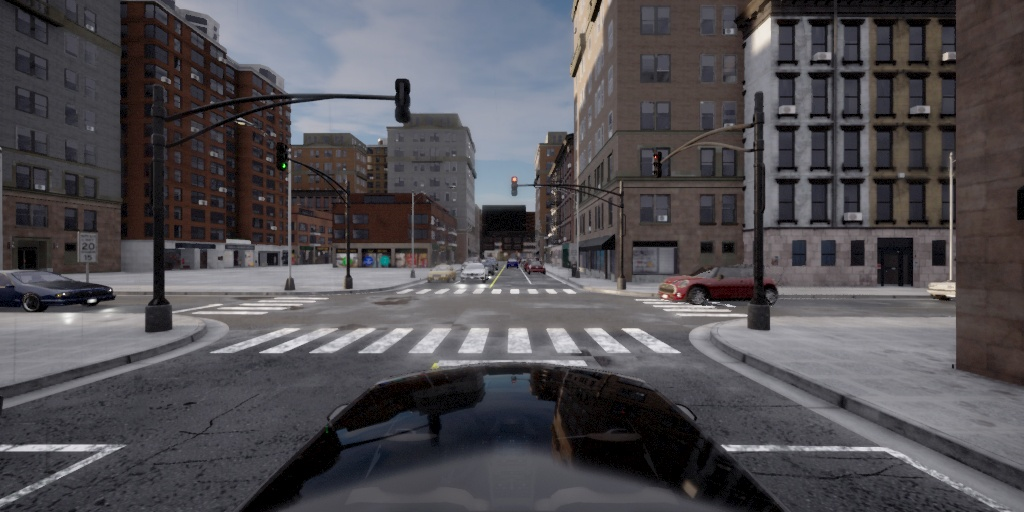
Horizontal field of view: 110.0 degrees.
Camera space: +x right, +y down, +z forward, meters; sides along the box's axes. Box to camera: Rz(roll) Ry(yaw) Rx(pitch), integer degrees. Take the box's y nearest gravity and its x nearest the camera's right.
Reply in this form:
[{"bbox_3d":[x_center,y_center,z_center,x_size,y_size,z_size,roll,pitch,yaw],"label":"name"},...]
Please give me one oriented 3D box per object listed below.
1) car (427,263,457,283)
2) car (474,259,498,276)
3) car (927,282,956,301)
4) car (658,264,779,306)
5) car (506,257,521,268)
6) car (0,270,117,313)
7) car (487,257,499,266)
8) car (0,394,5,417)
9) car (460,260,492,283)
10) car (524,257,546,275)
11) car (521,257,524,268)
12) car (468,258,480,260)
[{"bbox_3d":[-5.397,1.276,27.965,1.751,1.417,4.829,0,0,0],"label":"car"},{"bbox_3d":[-2.850,1.315,37.898,1.994,1.385,4.181,0,0,1],"label":"car"},{"bbox_3d":[21.676,1.469,15.936,4.718,1.301,1.895,0,0,0],"label":"car"},{"bbox_3d":[8.814,1.153,15.560,4.553,1.767,2.097,0,0,-4],"label":"car"},{"bbox_3d":[0.081,1.231,59.093,1.882,1.535,5.008,0,0,0],"label":"car"},{"bbox_3d":[-17.807,1.216,12.935,5.357,1.411,2.033,0,0,0],"label":"car"},{"bbox_3d":[-2.851,1.243,49.211,2.128,1.511,4.902,0,0,0],"label":"car"},{"bbox_3d":[-5.388,1.300,1.290,2.007,1.370,4.403,0,0,0],"label":"car"},{"bbox_3d":[-2.856,1.276,28.106,1.812,1.442,4.674,0,0,0],"label":"car"},{"bbox_3d":[2.624,1.191,39.462,1.967,1.591,4.097,0,0,0],"label":"car"},{"bbox_3d":[2.621,1.066,45.124,2.192,1.841,5.009,0,0,0],"label":"car"},{"bbox_3d":[-5.404,1.302,45.121,2.007,1.370,4.403,0,0,0],"label":"car"}]
